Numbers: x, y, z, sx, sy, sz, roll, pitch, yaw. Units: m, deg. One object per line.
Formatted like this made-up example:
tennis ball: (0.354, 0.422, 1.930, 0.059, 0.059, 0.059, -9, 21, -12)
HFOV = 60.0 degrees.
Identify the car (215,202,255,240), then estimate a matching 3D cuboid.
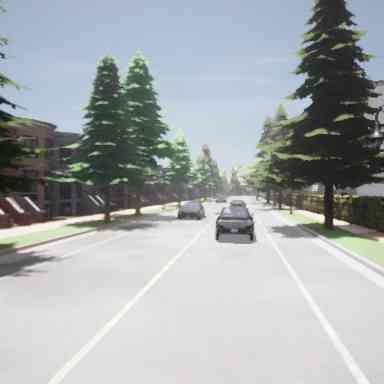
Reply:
car: (2.227, 1.513, 17.233, 2.128, 1.511, 4.902, 1, 0, 8)

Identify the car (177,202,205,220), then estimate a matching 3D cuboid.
car: (0.056, 1.549, 28.177, 2.033, 1.411, 5.357, 1, 0, 8)

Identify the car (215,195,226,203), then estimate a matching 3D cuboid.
car: (6.017, 1.410, 68.679, 2.097, 1.767, 4.553, 1, 0, 8)

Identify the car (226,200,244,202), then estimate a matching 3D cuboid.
car: (5.013, 1.574, 36.620, 1.812, 1.442, 4.674, 1, 0, 8)
